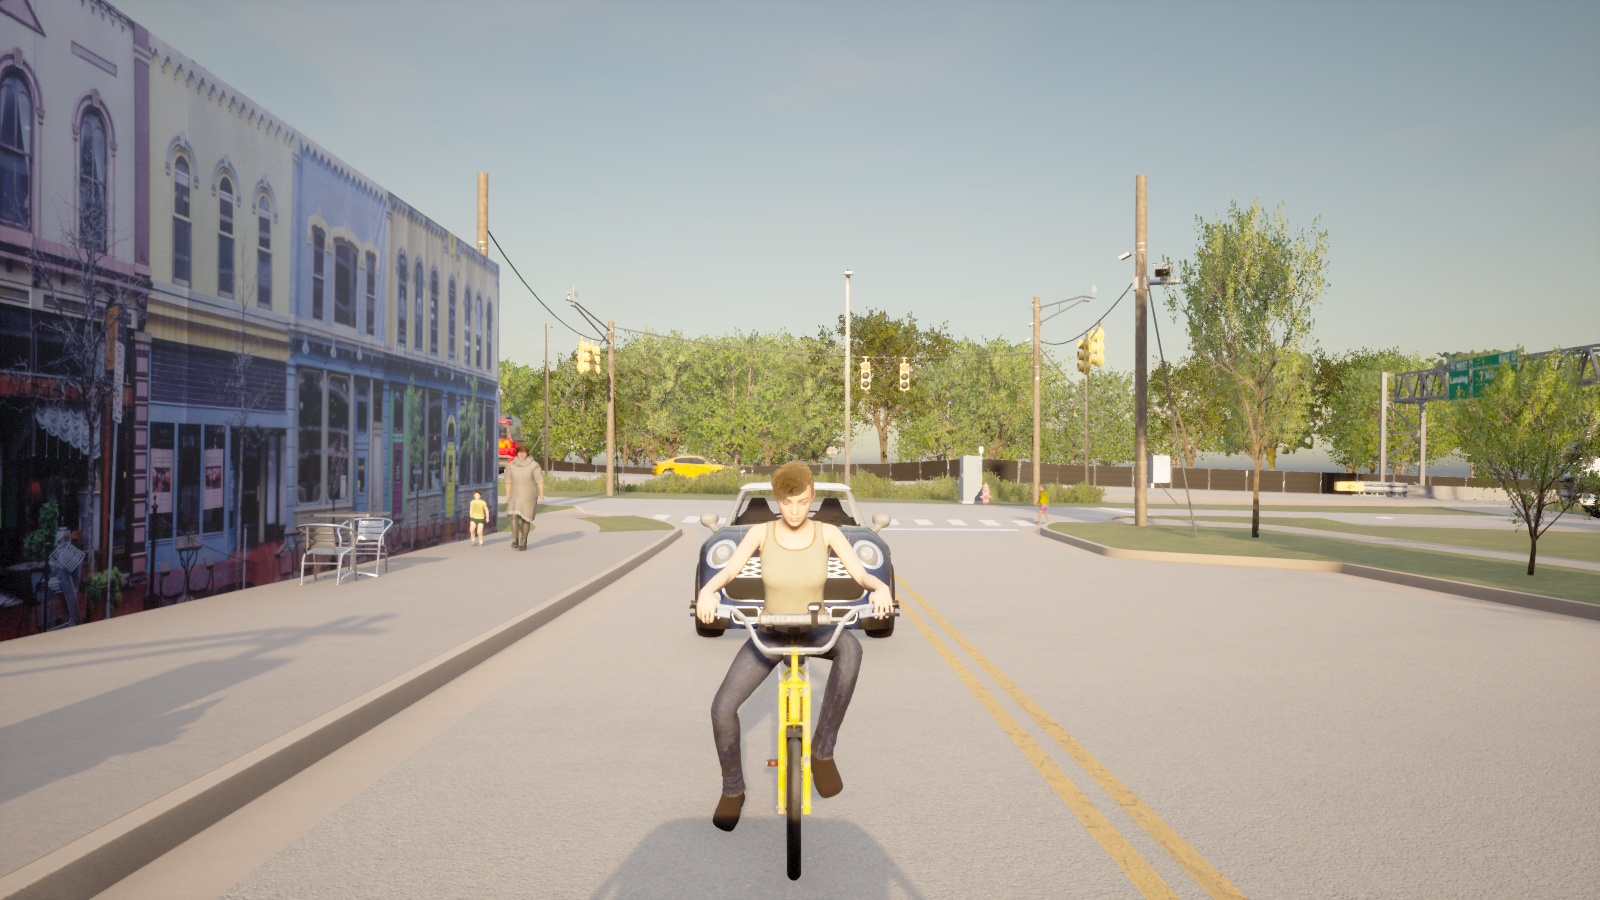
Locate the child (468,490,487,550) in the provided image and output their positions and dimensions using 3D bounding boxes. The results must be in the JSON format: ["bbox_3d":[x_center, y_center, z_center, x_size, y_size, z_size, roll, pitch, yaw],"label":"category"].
[{"bbox_3d":[-6.089,1.313,23.748,0.255,1.110,0.394,0,-1,0],"label":"child"}]

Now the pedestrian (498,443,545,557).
[{"bbox_3d":[-4.876,0.865,22.011,0.659,1.952,0.873,0,-1,-2],"label":"pedestrian"}]

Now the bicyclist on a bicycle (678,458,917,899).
[{"bbox_3d":[-0.017,0.853,5.334,0.866,1.612,1.509,0,-1,-1],"label":"bicyclist on a bicycle"}]

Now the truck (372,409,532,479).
[{"bbox_3d":[-20.236,-0.307,73.328,8.468,3.827,2.891,1,-1,0],"label":"truck"}]

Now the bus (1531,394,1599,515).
[{"bbox_3d":[32.104,0.207,44.514,10.273,4.253,3.944,1,-1,23],"label":"bus"}]

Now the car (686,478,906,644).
[{"bbox_3d":[-0.039,1.037,13.186,1.970,1.475,3.806,0,-1,0],"label":"car"}]

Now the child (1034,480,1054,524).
[{"bbox_3d":[6.492,1.389,33.393,0.473,1.160,0.299,0,-1,1],"label":"child"}]

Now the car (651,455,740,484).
[{"bbox_3d":[-6.057,1.137,73.367,5.008,1.535,1.882,1,-1,0],"label":"car"}]
